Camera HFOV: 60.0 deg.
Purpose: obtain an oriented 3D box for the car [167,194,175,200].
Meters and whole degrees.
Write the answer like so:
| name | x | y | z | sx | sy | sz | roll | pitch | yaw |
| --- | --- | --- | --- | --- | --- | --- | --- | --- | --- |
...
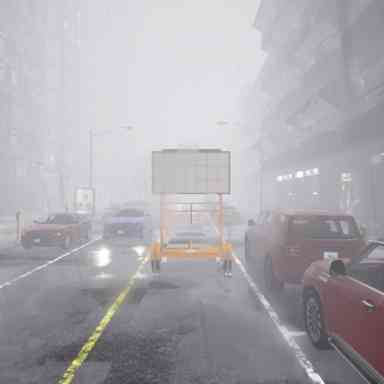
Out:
| name | x | y | z | sx | sy | sz | roll | pitch | yaw |
| --- | --- | --- | --- | --- | --- | --- | --- | --- | --- |
| car | -5.865 | 1.387 | 93.707 | 1.967 | 1.590 | 4.097 | 1 | 0 | 0 |

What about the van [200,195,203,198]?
| name | x | y | z | sx | sy | sz | roll | pitch | yaw |
| --- | --- | --- | --- | --- | --- | --- | --- | --- | --- |
| van | 2.595 | 1.328 | 54.092 | 1.690 | 1.788 | 3.998 | 1 | 0 | 0 |

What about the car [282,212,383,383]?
| name | x | y | z | sx | sy | sz | roll | pitch | yaw |
| --- | --- | --- | --- | --- | --- | --- | --- | --- | --- |
| car | 2.697 | 1.316 | 3.181 | 2.192 | 1.841 | 5.009 | 1 | 0 | 0 |

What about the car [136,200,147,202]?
| name | x | y | z | sx | sy | sz | roll | pitch | yaw |
| --- | --- | --- | --- | --- | --- | --- | --- | --- | --- |
| car | -5.743 | 1.545 | 31.481 | 1.887 | 1.381 | 4.507 | 1 | 0 | 0 |

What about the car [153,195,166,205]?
| name | x | y | z | sx | sy | sz | roll | pitch | yaw |
| --- | --- | --- | --- | --- | --- | --- | --- | --- | --- |
| car | -5.787 | 1.427 | 54.111 | 1.967 | 1.590 | 4.097 | 1 | 0 | 0 |

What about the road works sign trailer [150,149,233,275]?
| name | x | y | z | sx | sy | sz | roll | pitch | yaw |
| --- | --- | --- | --- | --- | --- | --- | --- | --- | --- |
| road works sign trailer | -0.020 | 0.466 | 10.397 | 2.380 | 3.560 | 2.880 | 0 | 0 | 0 |

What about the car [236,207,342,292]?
| name | x | y | z | sx | sy | sz | roll | pitch | yaw |
| --- | --- | --- | --- | --- | --- | --- | --- | --- | --- |
| car | 2.685 | 1.317 | 8.838 | 2.192 | 1.841 | 5.009 | 1 | 0 | 0 |

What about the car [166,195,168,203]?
| name | x | y | z | sx | sy | sz | roll | pitch | yaw |
| --- | --- | --- | --- | --- | --- | --- | --- | --- | --- |
| car | -5.811 | 1.560 | 65.424 | 1.802 | 1.307 | 4.206 | 1 | 0 | 0 |

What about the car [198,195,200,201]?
| name | x | y | z | sx | sy | sz | roll | pitch | yaw |
| --- | --- | --- | --- | --- | --- | --- | --- | --- | --- |
| car | 2.546 | 1.549 | 76.718 | 1.802 | 1.307 | 4.206 | 1 | 0 | 0 |

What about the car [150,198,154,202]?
| name | x | y | z | sx | sy | sz | roll | pitch | yaw |
| --- | --- | --- | --- | --- | --- | --- | --- | --- | --- |
| car | -5.755 | 1.563 | 37.138 | 1.947 | 1.339 | 4.313 | 1 | 0 | 0 |

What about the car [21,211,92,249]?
| name | x | y | z | sx | sy | sz | roll | pitch | yaw |
| --- | --- | --- | --- | --- | --- | --- | --- | --- | --- |
| car | -5.709 | 1.547 | 14.511 | 1.887 | 1.381 | 4.507 | 1 | 0 | 0 |

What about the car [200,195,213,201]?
| name | x | y | z | sx | sy | sz | roll | pitch | yaw |
| --- | --- | --- | --- | --- | --- | --- | --- | --- | --- |
| car | 2.603 | 1.556 | 48.435 | 1.947 | 1.339 | 4.313 | 1 | 0 | 0 |

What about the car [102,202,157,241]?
| name | x | y | z | sx | sy | sz | roll | pitch | yaw |
| --- | --- | --- | --- | --- | --- | --- | --- | --- | --- |
| car | -3.134 | 1.480 | 17.064 | 1.882 | 1.535 | 5.008 | 0 | 0 | 0 |

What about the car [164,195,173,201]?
| name | x | y | z | sx | sy | sz | roll | pitch | yaw |
| --- | --- | --- | --- | --- | --- | --- | --- | --- | --- |
| car | -5.845 | 1.543 | 82.392 | 1.802 | 1.307 | 4.206 | 1 | 0 | 0 |

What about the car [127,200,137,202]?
| name | x | y | z | sx | sy | sz | roll | pitch | yaw |
| --- | --- | --- | --- | --- | --- | --- | --- | --- | --- |
| car | -5.733 | 1.584 | 25.825 | 1.802 | 1.307 | 4.206 | 1 | 0 | 0 |

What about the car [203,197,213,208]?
| name | x | y | z | sx | sy | sz | roll | pitch | yaw |
| --- | --- | --- | --- | --- | --- | --- | --- | --- | --- |
| car | 2.626 | 1.548 | 37.121 | 2.008 | 1.369 | 4.403 | 1 | 0 | 0 |

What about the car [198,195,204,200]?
| name | x | y | z | sx | sy | sz | roll | pitch | yaw |
| --- | --- | --- | --- | --- | --- | --- | --- | --- | --- |
| car | 2.513 | 1.528 | 93.688 | 1.802 | 1.307 | 4.206 | 1 | 0 | 0 |

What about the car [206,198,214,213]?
| name | x | y | z | sx | sy | sz | roll | pitch | yaw |
| --- | --- | --- | --- | --- | --- | --- | --- | --- | --- |
| car | 2.637 | 1.566 | 31.464 | 1.947 | 1.339 | 4.313 | 1 | 0 | 0 |

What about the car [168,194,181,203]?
| name | x | y | z | sx | sy | sz | roll | pitch | yaw |
| --- | --- | --- | --- | --- | --- | --- | --- | --- | --- |
| car | -3.129 | 1.580 | 64.254 | 1.895 | 1.301 | 4.718 | 0 | 0 | 0 |

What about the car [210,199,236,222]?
| name | x | y | z | sx | sy | sz | roll | pitch | yaw |
| --- | --- | --- | --- | --- | --- | --- | --- | --- | --- |
| car | 2.649 | 1.527 | 25.978 | 1.752 | 1.417 | 4.829 | 1 | 0 | 0 |
